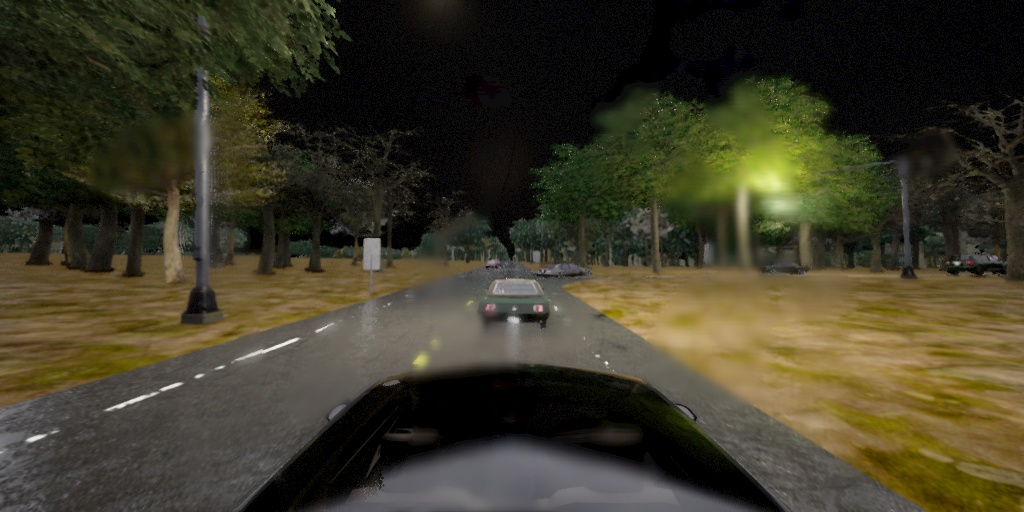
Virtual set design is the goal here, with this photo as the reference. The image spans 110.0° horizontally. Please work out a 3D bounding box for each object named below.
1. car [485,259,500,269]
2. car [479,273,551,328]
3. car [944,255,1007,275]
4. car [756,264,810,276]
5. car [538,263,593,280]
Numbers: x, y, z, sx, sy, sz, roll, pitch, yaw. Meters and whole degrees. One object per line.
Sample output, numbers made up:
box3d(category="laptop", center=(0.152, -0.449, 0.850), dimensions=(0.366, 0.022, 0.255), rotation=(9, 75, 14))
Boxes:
box3d(category="car", center=(-3.539, 1.518, 62.425), dimensions=(1.882, 1.535, 5.008), rotation=(0, 0, 1))
box3d(category="car", center=(0.099, 1.397, 11.526), dimensions=(1.895, 1.301, 4.718), rotation=(0, 0, 0))
box3d(category="car", center=(47.969, 0.910, 36.958), dimensions=(5.566, 2.045, 2.150), rotation=(0, -2, -9))
box3d(category="car", center=(28.966, 1.466, 38.407), dimensions=(4.718, 1.301, 1.895), rotation=(0, -2, -2))
box3d(category="car", center=(4.753, 1.331, 32.121), dimensions=(5.357, 1.411, 2.033), rotation=(-1, 0, -34))
